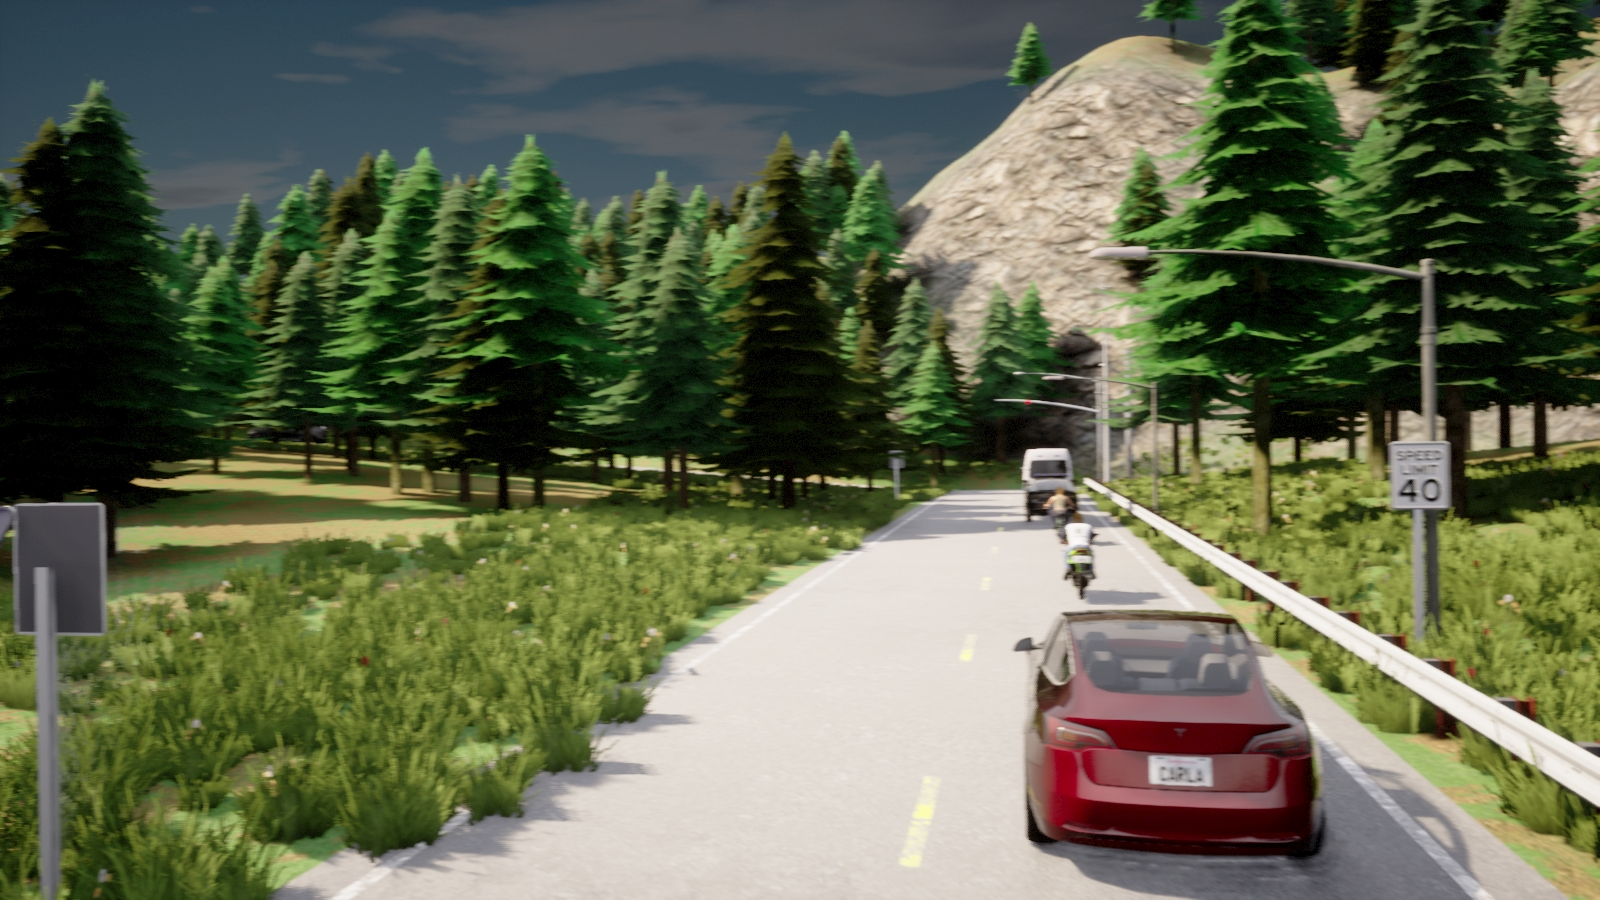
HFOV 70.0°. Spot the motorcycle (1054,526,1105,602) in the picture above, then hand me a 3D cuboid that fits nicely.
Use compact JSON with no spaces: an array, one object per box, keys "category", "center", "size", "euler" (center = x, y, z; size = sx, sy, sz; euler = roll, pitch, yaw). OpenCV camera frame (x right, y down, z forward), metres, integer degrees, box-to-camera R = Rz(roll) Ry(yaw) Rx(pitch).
[{"category":"motorcycle","center":[5.089,2.051,20.928],"size":[0.803,1.145,2.033],"euler":[-1,1,11]}]

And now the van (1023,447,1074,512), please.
[{"category":"van","center":[10.642,1.195,49.235],"size":[1.988,2.561,5.915],"euler":[-1,0,11]}]

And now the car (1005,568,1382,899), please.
[{"category":"car","center":[2.847,1.971,9.290],"size":[2.163,1.488,4.792],"euler":[-1,0,12]}]

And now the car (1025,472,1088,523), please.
[{"category":"car","center":[9.339,1.687,41.934],"size":[2.097,1.638,5.238],"euler":[-1,0,11]}]
